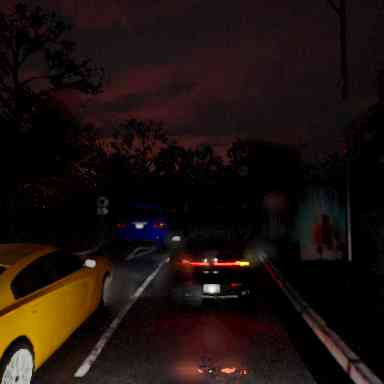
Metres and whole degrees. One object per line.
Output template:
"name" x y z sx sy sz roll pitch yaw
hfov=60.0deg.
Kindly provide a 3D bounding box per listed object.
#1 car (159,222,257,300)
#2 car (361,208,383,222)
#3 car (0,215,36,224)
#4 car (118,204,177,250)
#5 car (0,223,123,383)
"car" 0.498 1.574 8.505 1.837 1.490 4.892 0 -1 3
"car" 23.345 2.714 40.666 5.008 1.535 1.882 -5 -3 -7
"car" -27.801 4.377 52.796 5.357 1.411 2.033 3 -5 -42
"car" -2.042 1.621 16.337 2.150 2.045 5.566 0 -3 2
"car" -2.633 1.494 4.849 1.882 1.535 5.008 0 0 3
